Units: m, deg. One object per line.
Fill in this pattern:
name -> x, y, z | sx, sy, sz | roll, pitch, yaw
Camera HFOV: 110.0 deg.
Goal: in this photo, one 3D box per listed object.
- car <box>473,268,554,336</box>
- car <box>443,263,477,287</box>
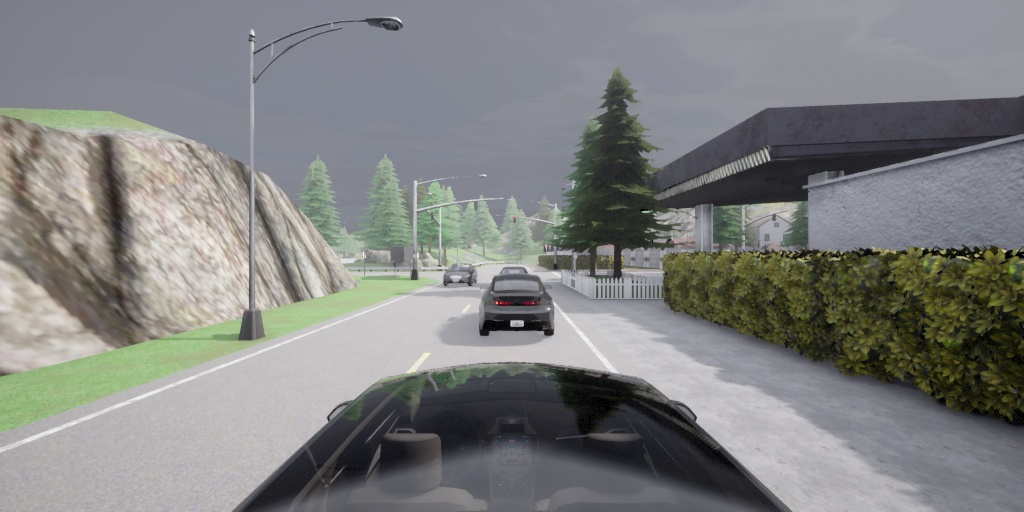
car -> 0.117, 1.255, 10.376 | 1.837, 1.490, 4.892 | 0, 0, 0
car -> -3.459, 1.243, 24.519 | 2.128, 1.511, 4.902 | 0, 0, 0
